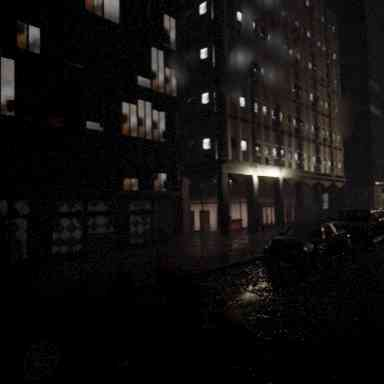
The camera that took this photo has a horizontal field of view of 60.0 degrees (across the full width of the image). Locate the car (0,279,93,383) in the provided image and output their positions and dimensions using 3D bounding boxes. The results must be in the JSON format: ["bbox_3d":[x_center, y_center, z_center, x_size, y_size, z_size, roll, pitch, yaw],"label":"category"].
[{"bbox_3d":[-3.442,1.826,3.955,1.887,1.381,4.507,-3,-3,43],"label":"car"}]

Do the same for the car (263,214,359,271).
[{"bbox_3d":[4.314,1.808,12.246,1.967,1.590,4.097,-3,-3,43],"label":"car"}]

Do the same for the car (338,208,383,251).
[{"bbox_3d":[8.189,1.725,16.393,2.192,1.841,5.009,-3,-3,43],"label":"car"}]
